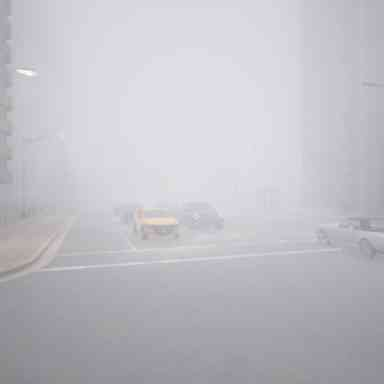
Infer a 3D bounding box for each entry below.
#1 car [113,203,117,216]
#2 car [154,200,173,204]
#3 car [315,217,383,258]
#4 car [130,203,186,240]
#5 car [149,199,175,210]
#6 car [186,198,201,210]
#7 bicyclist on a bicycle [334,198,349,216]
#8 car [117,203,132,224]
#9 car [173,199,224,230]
[{"bbox_3d":[-7.665,1.889,36.789,1.895,1.301,4.718,-1,0,-17],"label":"car"},{"bbox_3d":[-2.220,1.675,30.846,1.882,1.535,5.008,-1,0,-17],"label":"car"},{"bbox_3d":[6.649,1.603,12.782,1.895,1.301,4.718,0,0,-7],"label":"car"},{"bbox_3d":[-2.029,1.604,18.212,1.882,1.535,5.008,-1,0,-17],"label":"car"},{"bbox_3d":[-4.498,1.866,49.176,2.033,1.411,5.357,0,0,-26],"label":"car"},{"bbox_3d":[0.201,1.767,50.495,2.128,1.511,4.902,-1,0,-2],"label":"car"},{"bbox_3d":[13.290,1.324,29.603,1.656,1.620,0.582,-1,0,-17],"label":"bicyclist on a bicycle"},{"bbox_3d":[-4.748,1.682,27.150,1.882,1.535,5.008,-1,0,-17],"label":"car"},{"bbox_3d":[0.462,1.472,22.037,2.097,1.767,4.553,-1,0,-17],"label":"car"}]
